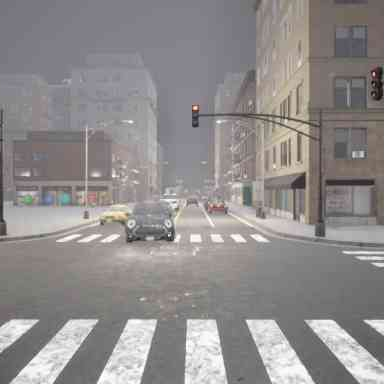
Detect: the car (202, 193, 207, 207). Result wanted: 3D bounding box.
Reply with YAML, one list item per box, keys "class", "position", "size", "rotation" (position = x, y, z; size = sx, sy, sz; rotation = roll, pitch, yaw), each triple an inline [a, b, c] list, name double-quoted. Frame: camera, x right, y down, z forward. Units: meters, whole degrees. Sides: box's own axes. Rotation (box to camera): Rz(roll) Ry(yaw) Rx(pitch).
- class: "car"
  position: [2.683, 1.317, 41.085]
  size: [2.192, 1.841, 5.009]
  rotation: [0, 0, 0]

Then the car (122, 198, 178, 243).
- class: "car"
  position: [-2.139, 1.350, 16.072]
  size: [2.097, 1.767, 4.553]
  rotation: [0, 0, -10]

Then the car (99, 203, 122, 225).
- class: "car"
  position: [-5.361, 1.526, 23.939]
  size: [1.752, 1.417, 4.829]
  rotation: [0, 0, 0]

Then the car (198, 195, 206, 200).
- class: "car"
  position: [2.742, 1.575, 92.042]
  size: [1.947, 1.339, 4.313]
  rotation: [0, 0, 0]

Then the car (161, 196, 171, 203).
- class: "car"
  position: [-5.309, 1.530, 69.235]
  size: [1.752, 1.417, 4.829]
  rotation: [0, 0, 0]

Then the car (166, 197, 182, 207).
- class: "car"
  position: [-2.747, 1.550, 51.846]
  size: [2.033, 1.411, 5.357]
  rotation: [0, 0, 1]

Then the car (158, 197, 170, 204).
- class: "car"
  position: [-5.316, 1.586, 63.743]
  size: [1.802, 1.307, 4.206]
  rotation: [0, 0, 0]

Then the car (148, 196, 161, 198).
- class: "car"
  position: [-5.342, 1.552, 41.095]
  size: [2.008, 1.369, 4.403]
  rotation: [0, 0, 0]

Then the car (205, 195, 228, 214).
- class: "car"
  position: [2.677, 1.441, 35.423]
  size: [1.967, 1.590, 4.097]
  rotation: [0, 0, 0]

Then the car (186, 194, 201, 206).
- class: "car"
  position: [0.062, 1.508, 54.044]
  size: [1.837, 1.490, 4.892]
  rotation: [0, 0, 0]

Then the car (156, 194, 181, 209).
- class: "car"
  position: [-2.760, 1.223, 41.424]
  size: [2.150, 2.045, 5.566]
  rotation: [0, 0, 0]

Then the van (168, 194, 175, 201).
- class: "van"
  position: [-5.290, 1.349, 86.390]
  size: [1.690, 1.788, 3.998]
  rotation: [0, 0, 0]
